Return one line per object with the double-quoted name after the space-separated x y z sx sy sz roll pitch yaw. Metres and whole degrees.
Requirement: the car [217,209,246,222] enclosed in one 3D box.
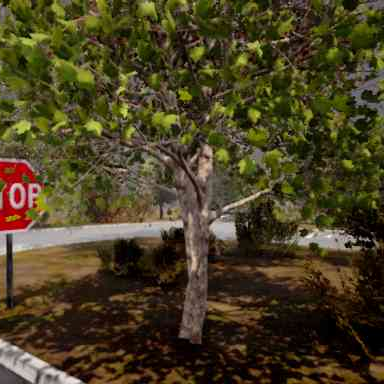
4.671 2.695 38.871 2.128 1.511 4.902 -1 -3 35 "car"
